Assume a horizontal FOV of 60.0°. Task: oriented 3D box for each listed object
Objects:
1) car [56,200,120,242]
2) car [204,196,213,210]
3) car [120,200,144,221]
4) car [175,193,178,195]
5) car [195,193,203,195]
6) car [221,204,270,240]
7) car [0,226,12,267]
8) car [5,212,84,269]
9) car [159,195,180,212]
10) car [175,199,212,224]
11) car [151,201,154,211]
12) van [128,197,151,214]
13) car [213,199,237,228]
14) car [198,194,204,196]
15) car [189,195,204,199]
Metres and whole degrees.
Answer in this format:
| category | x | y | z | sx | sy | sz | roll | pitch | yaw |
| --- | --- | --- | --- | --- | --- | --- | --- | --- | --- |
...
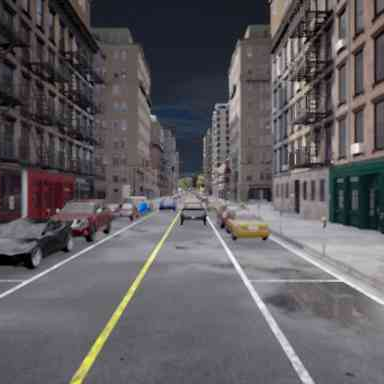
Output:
| category | x | y | z | sx | sy | sz | roll | pitch | yaw |
| --- | --- | --- | --- | --- | --- | --- | --- | --- | --- |
| car | -5.392 | 1.325 | 16.600 | 2.192 | 1.841 | 5.009 | 0 | 0 | 0 |
| car | 2.652 | 1.549 | 38.394 | 1.752 | 1.417 | 4.829 | 0 | 0 | 0 |
| car | -5.387 | 1.599 | 27.413 | 1.802 | 1.307 | 4.206 | 0 | 0 | 0 |
| car | -5.369 | 1.619 | 87.551 | 1.947 | 1.339 | 4.313 | 0 | 0 | 0 |
| car | 2.657 | 1.496 | 93.234 | 1.967 | 1.590 | 4.097 | 0 | 0 | 0 |
| car | 2.668 | 1.535 | 16.770 | 1.752 | 1.417 | 4.829 | 0 | 0 | 0 |
| car | -5.397 | 1.555 | 5.788 | 2.008 | 1.369 | 4.403 | 0 | 0 | 0 |
| car | -5.395 | 1.573 | 11.194 | 1.947 | 1.339 | 4.313 | 0 | 0 | 0 |
| car | -2.808 | 1.502 | 39.191 | 1.882 | 1.535 | 5.008 | 0 | 0 | 0 |
| car | 0.105 | 1.507 | 24.635 | 2.128 | 1.511 | 4.902 | 0 | 0 | 0 |
| car | -5.382 | 1.575 | 38.225 | 2.008 | 1.369 | 4.403 | 0 | 0 | 0 |
| van | -5.385 | 1.362 | 32.819 | 1.690 | 1.788 | 3.998 | 0 | 0 | 0 |
| car | 2.664 | 1.453 | 22.006 | 1.967 | 1.590 | 4.097 | 0 | 0 | 0 |
| car | 2.652 | 1.595 | 70.507 | 2.008 | 1.369 | 4.403 | 0 | 0 | 0 |
| car | 0.106 | 1.503 | 40.813 | 1.882 | 1.535 | 5.008 | 0 | 0 | 0 |
